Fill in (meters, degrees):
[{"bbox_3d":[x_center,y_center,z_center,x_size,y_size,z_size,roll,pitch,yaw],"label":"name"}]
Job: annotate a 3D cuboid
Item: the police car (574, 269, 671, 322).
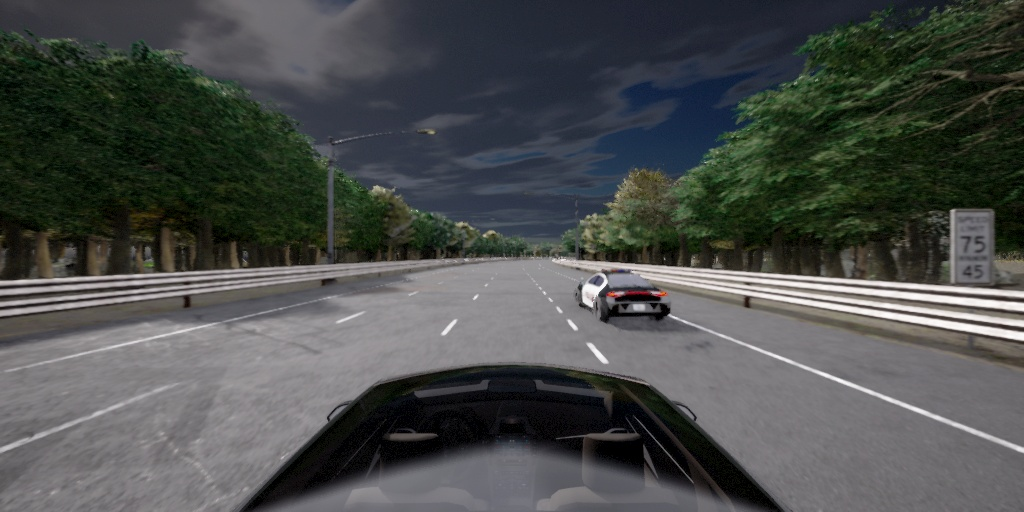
[{"bbox_3d":[3.504,1.248,12.433,2.038,1.542,4.974,-1,0,-1],"label":"police car"}]
